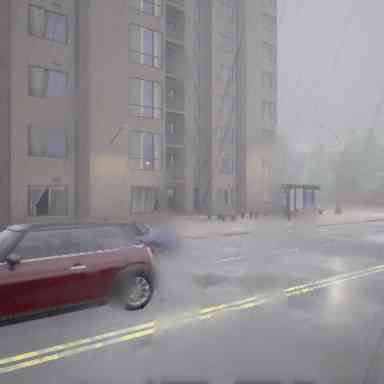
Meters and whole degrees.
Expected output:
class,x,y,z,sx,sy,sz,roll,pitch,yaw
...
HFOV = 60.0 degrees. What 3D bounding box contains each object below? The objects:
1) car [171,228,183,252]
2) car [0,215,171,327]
class,x,y,z,sx,sy,sz,roll,pitch,yaw
car,-2.898,1.548,10.471,5.357,1.411,2.033,0,0,-34
car,-2.946,1.352,6.188,4.553,1.767,2.097,0,0,-34
